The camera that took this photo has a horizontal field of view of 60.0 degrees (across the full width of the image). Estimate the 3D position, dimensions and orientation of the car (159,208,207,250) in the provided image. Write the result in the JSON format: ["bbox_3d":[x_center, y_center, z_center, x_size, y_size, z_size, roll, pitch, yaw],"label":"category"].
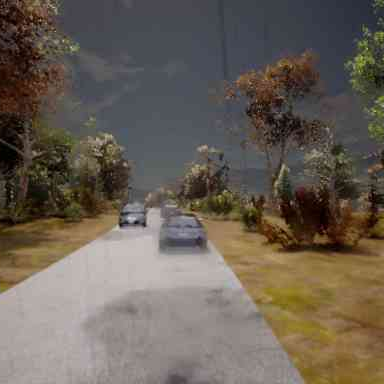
[{"bbox_3d":[-0.439,1.636,14.781,1.994,1.385,4.181,0,0,-3],"label":"car"}]

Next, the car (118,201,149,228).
[{"bbox_3d":[-4.087,1.647,23.595,2.128,1.511,4.902,0,-1,-6],"label":"car"}]

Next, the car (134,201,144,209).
[{"bbox_3d":[-10.472,2.498,65.433,1.882,1.535,5.008,1,-2,-10],"label":"car"}]

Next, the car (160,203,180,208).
[{"bbox_3d":[-2.100,1.814,32.203,1.812,1.442,4.674,0,-1,-7],"label":"car"}]
